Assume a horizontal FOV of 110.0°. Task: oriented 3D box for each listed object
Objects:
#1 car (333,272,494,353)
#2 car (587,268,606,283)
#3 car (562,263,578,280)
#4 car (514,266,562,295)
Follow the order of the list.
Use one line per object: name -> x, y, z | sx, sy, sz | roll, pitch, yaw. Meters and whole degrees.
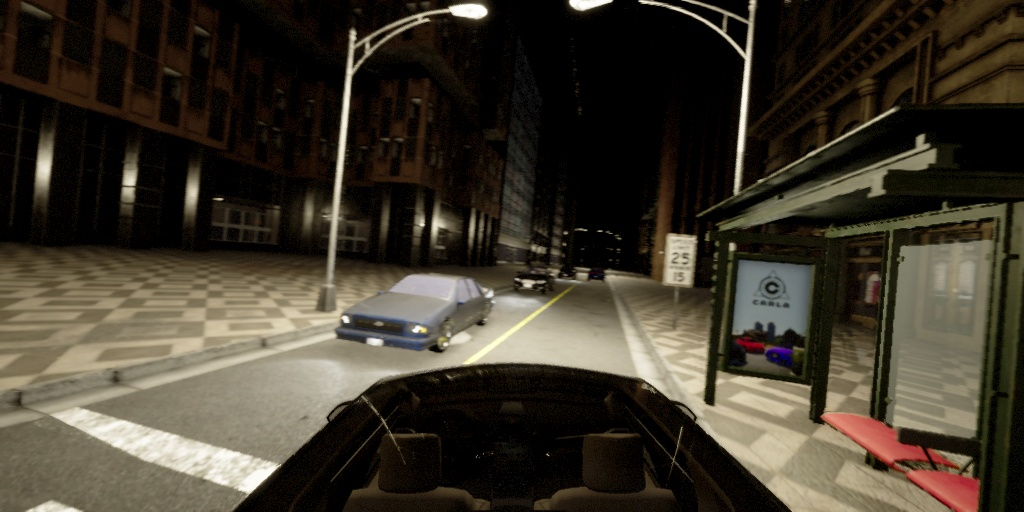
car -> -1.820, 1.137, 8.764 | 2.033, 1.411, 5.357 | 5, 0, 11
car -> 9.648, 2.122, 41.000 | 1.882, 1.535, 5.008 | 5, 0, 14
car -> 6.359, 1.855, 40.662 | 1.837, 1.490, 4.892 | 5, -1, 15
car -> 1.475, 1.387, 21.679 | 2.128, 1.511, 4.902 | 5, 0, 14
